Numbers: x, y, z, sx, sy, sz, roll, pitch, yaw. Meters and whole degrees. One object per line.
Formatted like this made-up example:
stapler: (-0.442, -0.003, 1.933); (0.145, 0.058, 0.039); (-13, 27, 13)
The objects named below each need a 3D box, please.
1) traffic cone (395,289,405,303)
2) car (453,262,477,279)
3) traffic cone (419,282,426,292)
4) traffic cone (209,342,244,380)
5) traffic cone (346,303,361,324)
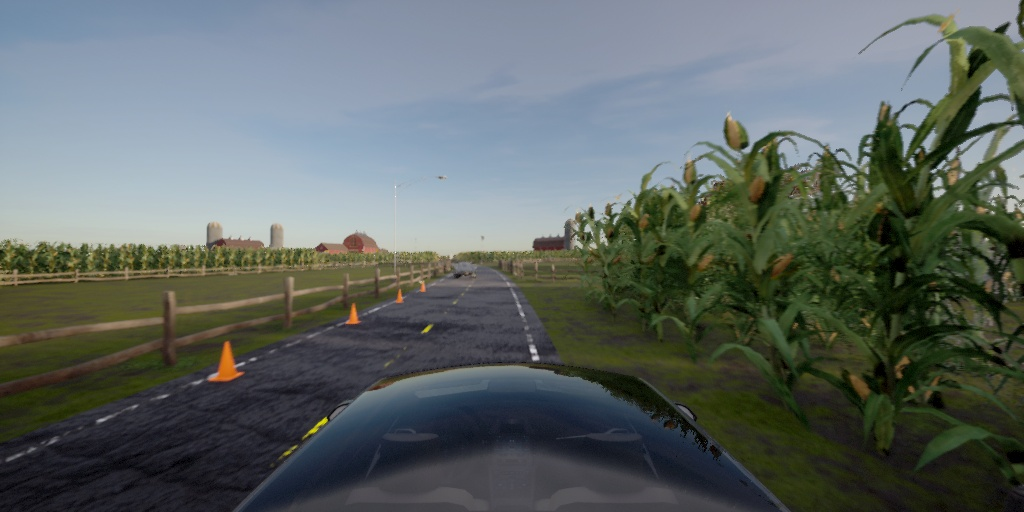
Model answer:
traffic cone: (-4.980, 1.754, 15.912); (0.340, 0.580, 0.340); (0, 0, -2)
car: (-4.512, 1.358, 34.087); (1.837, 1.490, 4.892); (0, -1, -13)
traffic cone: (-5.183, 1.768, 20.880); (0.340, 0.580, 0.340); (0, 0, -3)
traffic cone: (-4.746, 1.725, 5.972); (0.340, 0.580, 0.340); (0, 0, -1)
traffic cone: (-4.834, 1.739, 10.942); (0.340, 0.580, 0.340); (0, 0, -1)
